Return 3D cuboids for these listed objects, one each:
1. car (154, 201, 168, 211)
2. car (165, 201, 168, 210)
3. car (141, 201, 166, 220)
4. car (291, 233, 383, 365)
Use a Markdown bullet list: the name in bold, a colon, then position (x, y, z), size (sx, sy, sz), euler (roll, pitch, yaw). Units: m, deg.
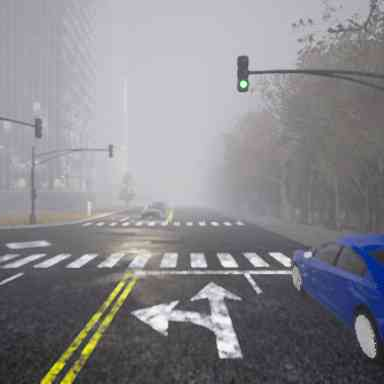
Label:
- **car**: position (-5.006, 2.199, 54.482), size (2.128, 1.511, 4.902), euler (0, -1, -3)
- **car**: position (-4.436, 2.041, 43.589), size (1.882, 1.535, 5.008), euler (0, -1, -3)
- **car**: position (-4.012, 1.982, 33.701), size (2.033, 1.411, 5.357), euler (0, -1, -2)
- **car**: position (3.286, 1.495, 6.012), size (1.882, 1.535, 5.008), euler (-5, -1, 0)
